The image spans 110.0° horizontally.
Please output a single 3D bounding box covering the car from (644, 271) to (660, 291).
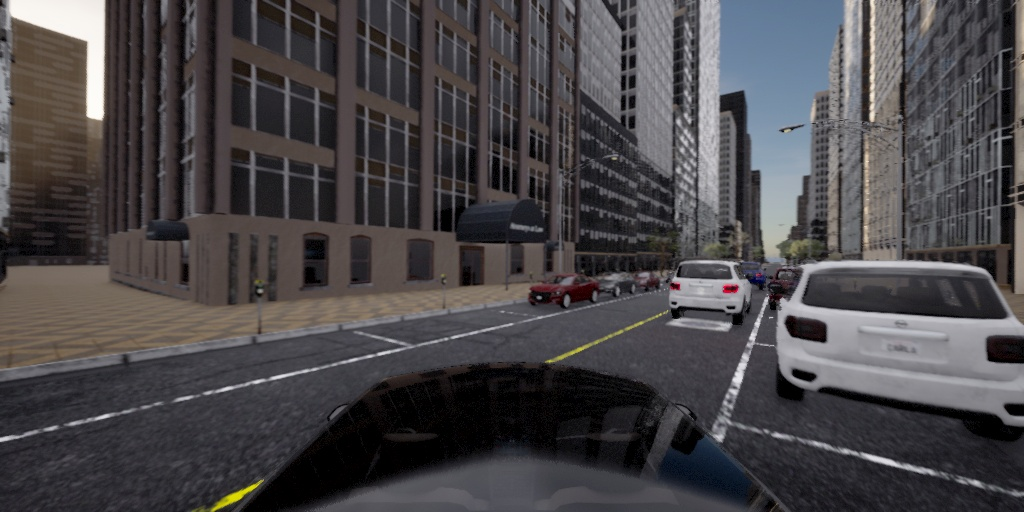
[{"bbox_3d":[9.233,1.703,25.390,1.802,1.307,4.207,0,0,37],"label":"car"}]

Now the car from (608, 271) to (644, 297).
[{"bbox_3d":[5.837,1.576,20.833,2.007,1.370,4.403,0,0,37],"label":"car"}]

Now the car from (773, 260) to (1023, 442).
[{"bbox_3d":[5.744,1.106,5.971,2.150,2.045,5.566,0,-1,37],"label":"car"}]

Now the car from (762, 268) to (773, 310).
[{"bbox_3d":[12.558,1.391,15.825,2.192,1.841,5.009,0,0,37],"label":"car"}]

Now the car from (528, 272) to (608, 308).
[{"bbox_3d":[2.443,1.475,16.275,1.888,1.381,4.507,0,0,37],"label":"car"}]

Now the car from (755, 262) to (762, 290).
[{"bbox_3d":[18.615,1.510,28.273,2.150,2.045,5.566,0,-1,37],"label":"car"}]

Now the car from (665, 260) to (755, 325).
[{"bbox_3d":[7.505,1.198,13.366,2.150,2.045,5.566,0,-1,37],"label":"car"}]
